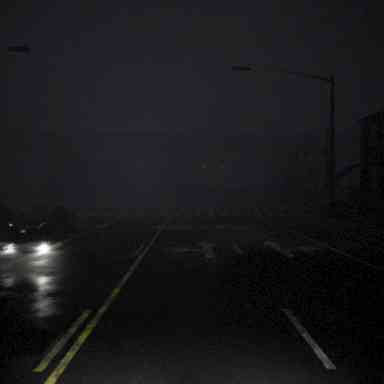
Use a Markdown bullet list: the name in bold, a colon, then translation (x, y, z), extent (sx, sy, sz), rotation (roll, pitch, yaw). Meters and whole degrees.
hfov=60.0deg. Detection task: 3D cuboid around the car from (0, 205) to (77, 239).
- **car**: translation (-7.153, 1.372, 16.409), extent (1.812, 1.442, 4.674), rotation (0, 0, 0)
